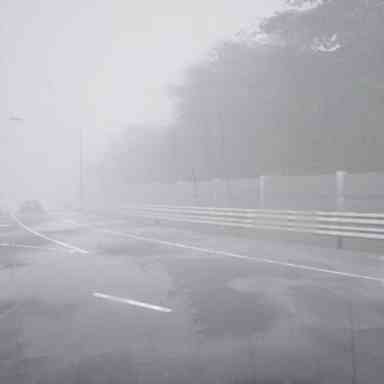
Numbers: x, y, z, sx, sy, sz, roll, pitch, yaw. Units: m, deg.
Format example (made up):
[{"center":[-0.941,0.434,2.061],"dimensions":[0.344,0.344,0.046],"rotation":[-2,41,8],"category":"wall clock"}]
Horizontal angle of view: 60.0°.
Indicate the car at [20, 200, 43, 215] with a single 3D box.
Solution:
[{"center":[-18.485,1.649,38.251],"dimensions":[2.097,1.767,4.553],"rotation":[-1,-1,-30],"category":"car"}]
